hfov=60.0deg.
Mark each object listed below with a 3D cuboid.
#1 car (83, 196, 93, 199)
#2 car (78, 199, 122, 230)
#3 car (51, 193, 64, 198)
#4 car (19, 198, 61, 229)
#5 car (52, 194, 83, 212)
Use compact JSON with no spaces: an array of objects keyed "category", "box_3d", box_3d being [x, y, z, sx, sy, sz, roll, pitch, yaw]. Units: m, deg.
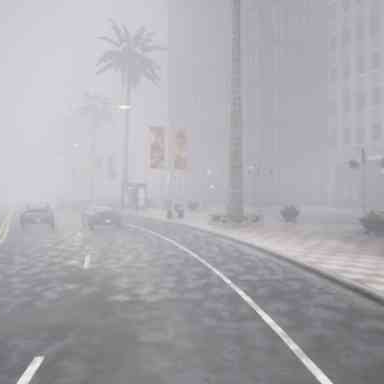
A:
[{"category":"car","box_3d":[-13.738,1.257,42.996,2.231,1.521,4.892,-1,0,-27]},{"category":"car","box_3d":[-5.558,1.412,20.321,1.812,1.442,4.674,-1,0,-25]},{"category":"car","box_3d":[-27.270,1.037,69.067,2.185,1.767,4.553,-1,0,-27]},{"category":"car","box_3d":[-9.758,1.406,21.001,2.128,1.511,4.902,-1,0,-26]},{"category":"car","box_3d":[-13.754,1.318,36.533,2.128,1.511,4.902,-1,0,-27]}]
